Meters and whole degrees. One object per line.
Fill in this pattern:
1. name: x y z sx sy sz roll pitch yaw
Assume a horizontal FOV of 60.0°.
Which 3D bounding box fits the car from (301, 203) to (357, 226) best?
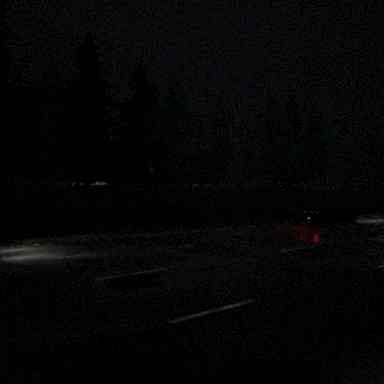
1. car: 9.767 1.545 23.608 4.902 1.511 2.128 0 0 -35
